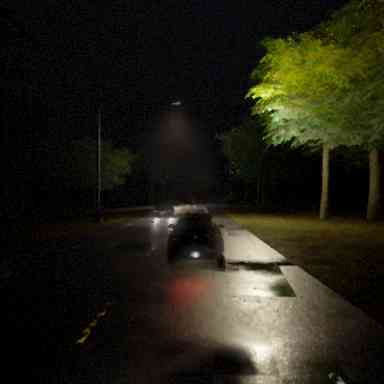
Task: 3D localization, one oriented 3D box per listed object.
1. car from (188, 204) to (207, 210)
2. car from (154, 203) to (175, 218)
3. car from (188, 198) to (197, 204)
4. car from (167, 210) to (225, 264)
[{"bbox_3d":[0.495,1.873,26.659,1.895,1.301,4.718,0,-1,2],"label":"car"},{"bbox_3d":[-2.783,1.876,34.654,1.812,1.442,4.674,0,-1,2],"label":"car"},{"bbox_3d":[0.036,2.207,78.275,1.837,1.490,4.892,0,-1,5],"label":"car"},{"bbox_3d":[0.164,1.632,12.348,1.837,1.490,4.892,0,0,1],"label":"car"}]
